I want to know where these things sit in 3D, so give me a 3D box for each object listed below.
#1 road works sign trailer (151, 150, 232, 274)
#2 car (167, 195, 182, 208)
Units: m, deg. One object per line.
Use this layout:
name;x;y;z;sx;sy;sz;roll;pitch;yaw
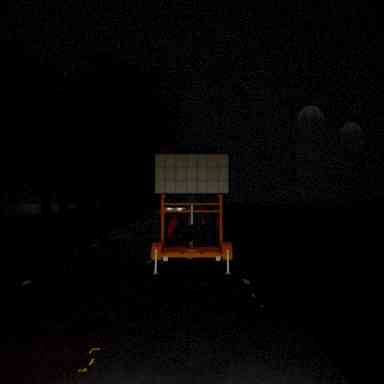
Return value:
road works sign trailer;-0.006;0.485;10.561;2.380;3.560;2.880;0;0;0
car;-2.778;1.471;54.108;2.150;2.045;5.566;0;0;0
